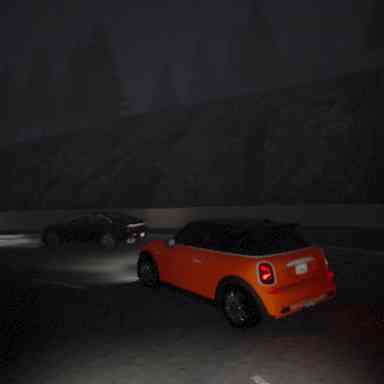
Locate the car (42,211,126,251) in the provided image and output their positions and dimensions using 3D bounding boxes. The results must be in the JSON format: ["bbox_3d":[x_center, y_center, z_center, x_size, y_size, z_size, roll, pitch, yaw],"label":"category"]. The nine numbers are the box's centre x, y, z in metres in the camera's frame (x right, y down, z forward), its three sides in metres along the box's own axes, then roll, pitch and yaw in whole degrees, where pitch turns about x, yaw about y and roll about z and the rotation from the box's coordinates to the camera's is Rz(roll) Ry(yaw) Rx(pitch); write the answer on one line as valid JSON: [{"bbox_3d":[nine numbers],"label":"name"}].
[{"bbox_3d":[-4.297,1.615,14.570,4.902,1.511,2.128,-2,0,21],"label":"car"}]

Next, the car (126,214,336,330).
[{"bbox_3d":[0.584,1.331,7.250,2.097,1.767,4.553,-2,0,-36],"label":"car"}]
